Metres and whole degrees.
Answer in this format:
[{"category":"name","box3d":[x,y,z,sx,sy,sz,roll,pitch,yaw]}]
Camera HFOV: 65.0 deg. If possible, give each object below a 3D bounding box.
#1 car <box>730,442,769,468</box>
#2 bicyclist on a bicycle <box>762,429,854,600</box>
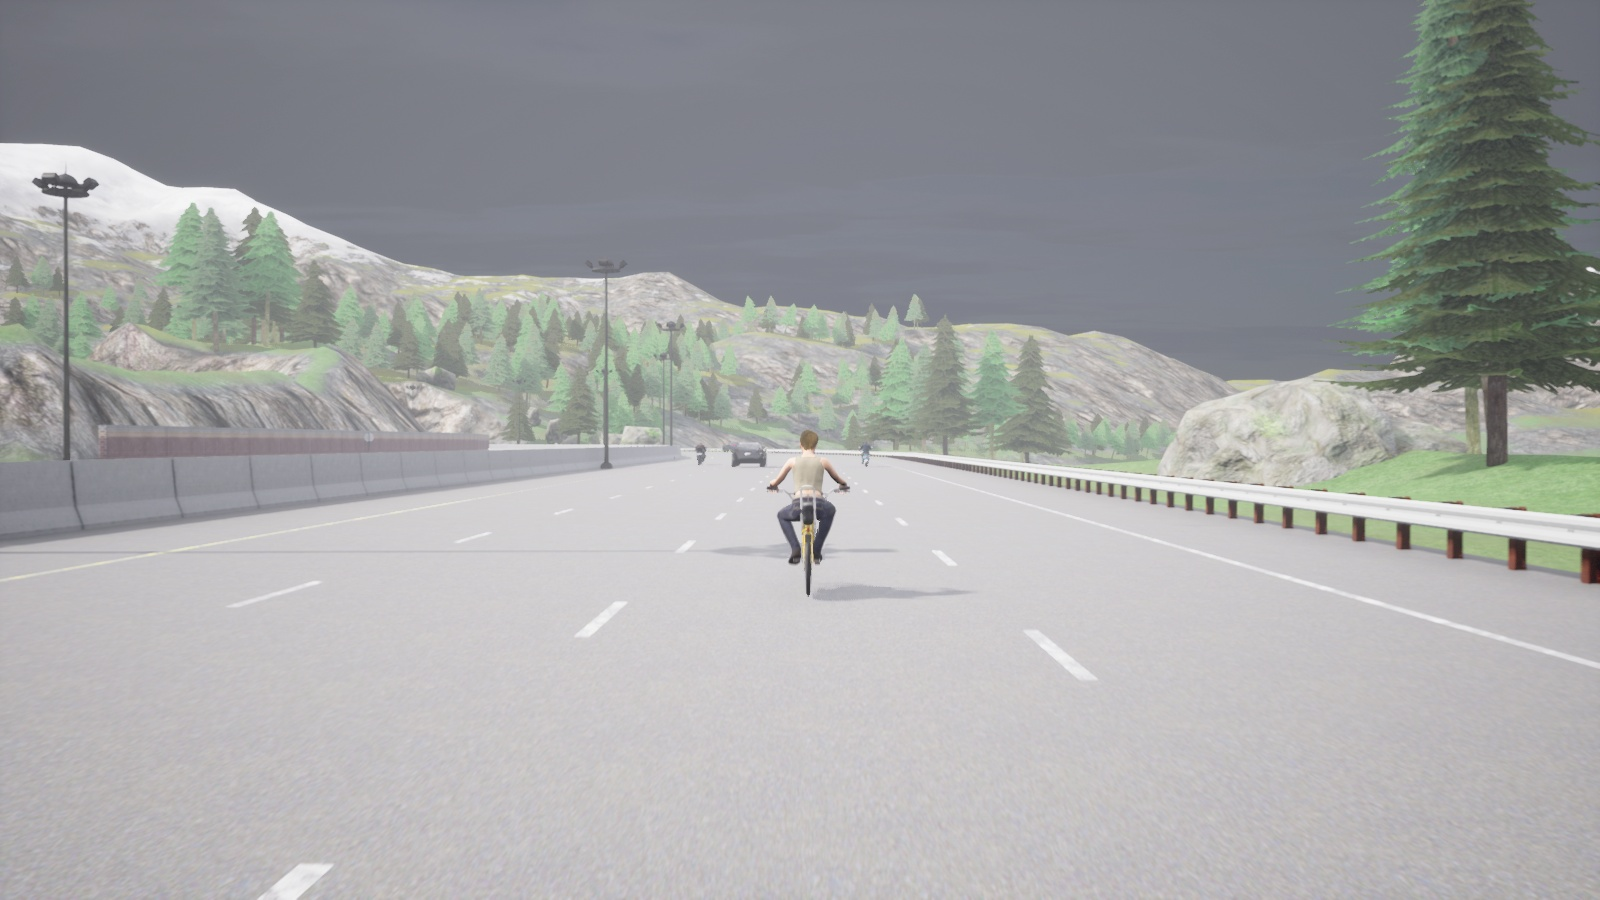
[{"category":"car","box3d":[-3.050,0.273,76.435,2.163,1.488,4.792,0,0,0]},{"category":"bicyclist on a bicycle","box3d":[0.083,0.605,12.614,0.866,1.612,1.509,0,0,1]}]
